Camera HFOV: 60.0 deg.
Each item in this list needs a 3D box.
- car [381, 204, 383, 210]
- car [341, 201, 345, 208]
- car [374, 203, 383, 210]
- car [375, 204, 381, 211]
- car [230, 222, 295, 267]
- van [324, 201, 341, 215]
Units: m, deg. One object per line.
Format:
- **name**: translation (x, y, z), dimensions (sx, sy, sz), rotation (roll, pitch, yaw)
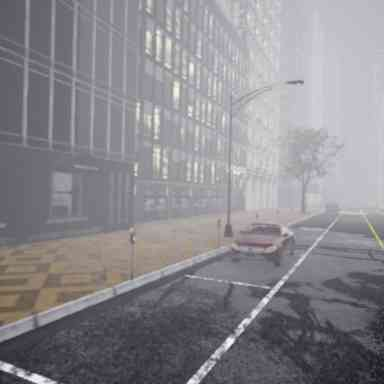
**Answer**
- **car**: translation (32.717, 2.925, 54.719), dimensions (1.887, 1.381, 4.507), rotation (1, -1, 26)
- **car**: translation (25.187, 2.764, 58.392), dimensions (2.008, 1.369, 4.403), rotation (1, -1, 26)
- **car**: translation (45.189, 3.491, 80.331), dimensions (1.947, 1.339, 4.313), rotation (1, -1, 26)
- **car**: translation (40.276, 3.238, 70.239), dimensions (1.752, 1.417, 4.829), rotation (1, -1, 26)
- **car**: translation (2.742, 1.775, 12.295), dimensions (1.802, 1.307, 4.206), rotation (1, -1, 26)
- **van**: translation (20.204, 2.331, 48.153), dimensions (1.690, 1.788, 3.998), rotation (1, -1, 26)
